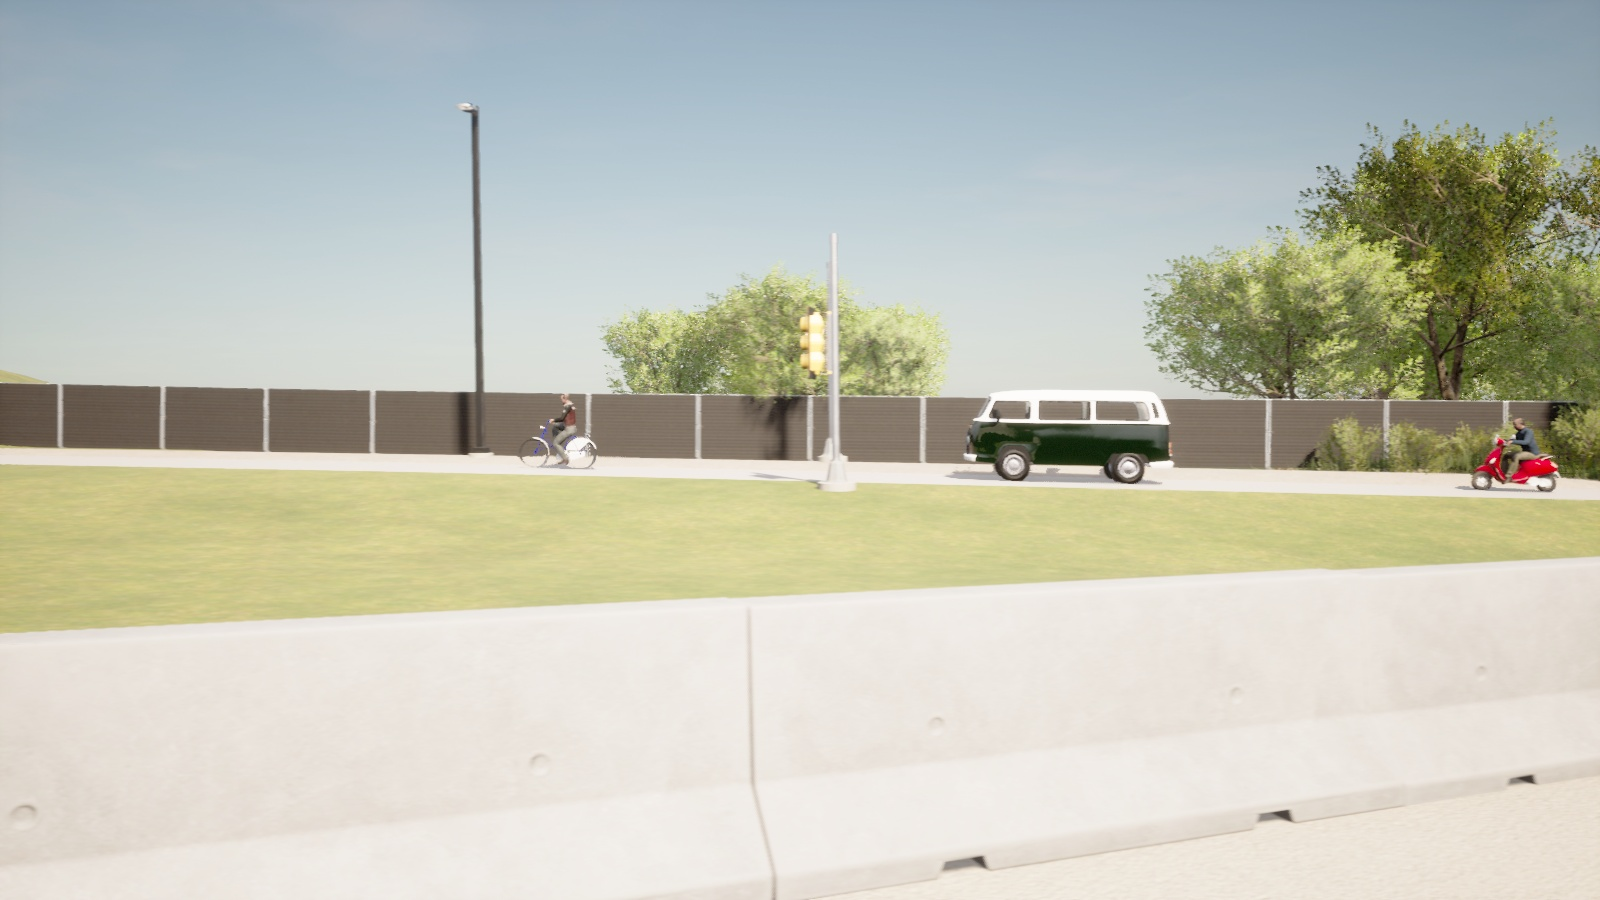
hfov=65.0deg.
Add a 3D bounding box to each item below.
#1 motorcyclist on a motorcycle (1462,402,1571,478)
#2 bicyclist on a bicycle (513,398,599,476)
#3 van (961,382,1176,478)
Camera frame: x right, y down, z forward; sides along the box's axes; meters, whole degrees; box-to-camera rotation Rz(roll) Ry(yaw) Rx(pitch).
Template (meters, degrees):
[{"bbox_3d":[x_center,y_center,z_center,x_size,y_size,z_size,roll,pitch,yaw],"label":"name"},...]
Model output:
[{"bbox_3d":[15.361,-0.225,26.967,1.817,1.590,0.866,0,2,6],"label":"motorcyclist on a motorcycle"},{"bbox_3d":[-5.675,-0.305,29.209,1.843,1.776,0.659,0,2,6],"label":"bicyclist on a bicycle"},{"bbox_3d":[5.871,-0.454,27.963,4.480,2.038,2.069,0,2,6],"label":"van"}]
